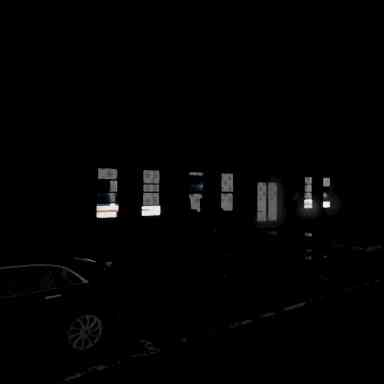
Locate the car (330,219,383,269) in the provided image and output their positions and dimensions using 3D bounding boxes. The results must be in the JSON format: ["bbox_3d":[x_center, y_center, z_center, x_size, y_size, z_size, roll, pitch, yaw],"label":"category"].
[{"bbox_3d":[6.345,1.582,11.068,4.206,1.307,1.802,0,0,-35],"label":"car"}]

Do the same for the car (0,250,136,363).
[{"bbox_3d":[-2.931,1.551,4.468,4.403,1.369,2.008,0,0,-35],"label":"car"}]
